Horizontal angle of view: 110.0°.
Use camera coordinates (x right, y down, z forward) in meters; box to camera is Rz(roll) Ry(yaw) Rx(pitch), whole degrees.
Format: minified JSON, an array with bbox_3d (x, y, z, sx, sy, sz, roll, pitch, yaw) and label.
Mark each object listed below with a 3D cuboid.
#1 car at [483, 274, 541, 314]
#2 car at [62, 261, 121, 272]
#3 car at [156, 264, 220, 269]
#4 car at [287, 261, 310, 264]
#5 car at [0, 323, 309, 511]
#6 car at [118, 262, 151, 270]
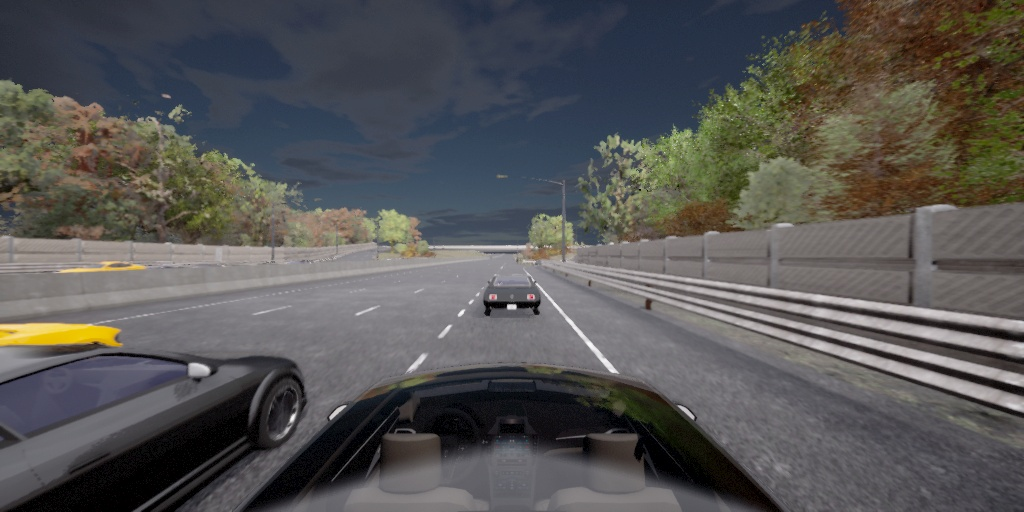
[{"bbox_3d":[0.002,1.330,13.581,1.895,1.301,4.718,0,0,0],"label":"car"},{"bbox_3d":[-31.562,1.196,27.893,1.882,1.535,5.008,0,0,0],"label":"car"},{"bbox_3d":[-21.049,1.283,24.427,1.994,1.385,4.181,0,0,1],"label":"car"},{"bbox_3d":[-24.557,1.260,41.165,2.033,1.411,5.357,0,0,1],"label":"car"},{"bbox_3d":[-3.398,1.313,2.540,1.994,1.385,4.181,0,0,0],"label":"car"},{"bbox_3d":[-28.040,1.318,28.934,1.895,1.301,4.718,0,0,1],"label":"car"}]
